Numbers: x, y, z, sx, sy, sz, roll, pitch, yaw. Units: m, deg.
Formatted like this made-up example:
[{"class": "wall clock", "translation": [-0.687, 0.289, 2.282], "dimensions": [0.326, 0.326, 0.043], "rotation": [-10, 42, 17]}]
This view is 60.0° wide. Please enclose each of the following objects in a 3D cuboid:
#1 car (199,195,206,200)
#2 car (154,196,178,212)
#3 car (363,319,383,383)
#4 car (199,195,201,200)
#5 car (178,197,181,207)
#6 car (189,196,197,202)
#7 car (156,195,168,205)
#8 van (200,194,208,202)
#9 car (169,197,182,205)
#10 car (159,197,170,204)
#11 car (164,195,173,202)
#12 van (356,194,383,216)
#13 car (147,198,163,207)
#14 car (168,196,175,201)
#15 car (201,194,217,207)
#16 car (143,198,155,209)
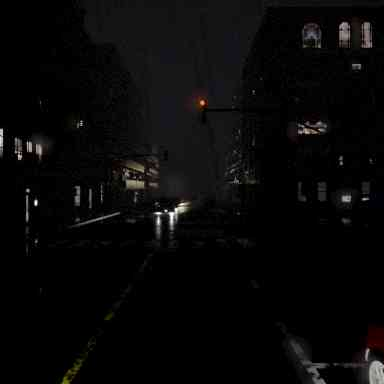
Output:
[{"class": "car", "translation": [2.890, 1.602, 95.027], "dimensions": [1.887, 1.381, 4.507], "rotation": [-1, 0, 0]}, {"class": "car", "translation": [-3.009, 1.532, 39.304], "dimensions": [1.812, 1.442, 4.674], "rotation": [0, 0, 0]}, {"class": "car", "translation": [2.687, 1.544, 1.804], "dimensions": [1.887, 1.381, 4.507], "rotation": [0, 0, 0]}, {"class": "car", "translation": [2.830, 1.577, 67.387], "dimensions": [2.008, 1.369, 4.403], "rotation": [-1, 0, 0]}, {"class": "car", "translation": [-2.969, 1.539, 49.618], "dimensions": [1.812, 1.442, 4.674], "rotation": [0, 0, 0]}, {"class": "car", "translation": [0.174, 1.563, 79.318], "dimensions": [1.812, 1.442, 4.674], "rotation": [0, 0, 0]}, {"class": "car", "translation": [-5.564, 1.462, 61.883], "dimensions": [1.967, 1.590, 4.097], "rotation": [-1, 0, 0]}, {"class": "van", "translation": [2.852, 1.379, 78.443], "dimensions": [1.690, 1.788, 3.998], "rotation": [-1, 0, 0]}, {"class": "car", "translation": [-2.941, 1.568, 60.244], "dimensions": [2.033, 1.411, 5.357], "rotation": [0, 0, 1]}, {"class": "car", "translation": [-5.551, 1.609, 67.411], "dimensions": [1.802, 1.307, 4.206], "rotation": [-1, 0, 0]}, {"class": "car", "translation": [-5.527, 1.563, 78.296], "dimensions": [1.752, 1.417, 4.829], "rotation": [-1, 0, 0]}, {"class": "van", "translation": [15.701, 1.035, 27.347], "dimensions": [3.998, 1.788, 1.690], "rotation": [-1, 1, -1]}, {"class": "car", "translation": [-5.586, 1.580, 50.827], "dimensions": [1.947, 1.339, 4.313], "rotation": [0, 0, 0]}, {"class": "car", "translation": [-5.501, 1.632, 89.522], "dimensions": [1.802, 1.307, 4.206], "rotation": [-1, 0, 0]}, {"class": "car", "translation": [2.793, 1.454, 50.804], "dimensions": [1.967, 1.590, 4.097], "rotation": [-1, 0, 0]}, {"class": "car", "translation": [-5.598, 1.560, 45.299], "dimensions": [2.008, 1.369, 4.403], "rotation": [0, 0, 0]}]
